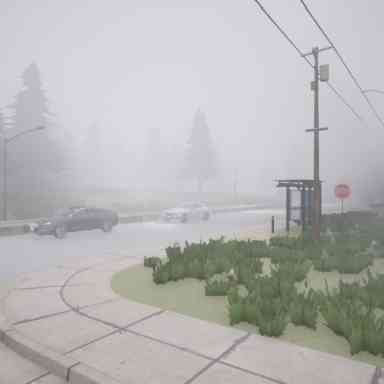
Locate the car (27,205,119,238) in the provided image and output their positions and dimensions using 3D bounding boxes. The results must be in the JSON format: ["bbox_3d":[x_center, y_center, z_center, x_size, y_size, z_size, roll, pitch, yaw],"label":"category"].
[{"bbox_3d":[-6.157,1.491,17.766,2.128,1.511,4.902,0,0,36],"label":"car"}]

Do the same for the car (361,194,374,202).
[{"bbox_3d":[40.426,1.355,76.462,2.097,1.767,4.553,0,0,36],"label":"car"}]

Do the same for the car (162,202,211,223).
[{"bbox_3d":[-0.311,1.526,25.839,1.812,1.442,4.674,0,0,36],"label":"car"}]
